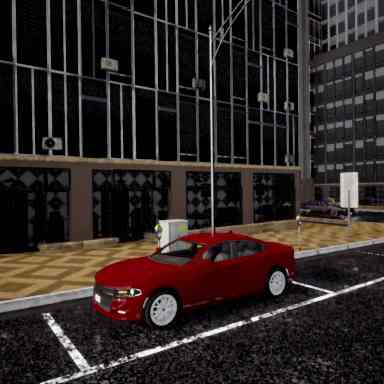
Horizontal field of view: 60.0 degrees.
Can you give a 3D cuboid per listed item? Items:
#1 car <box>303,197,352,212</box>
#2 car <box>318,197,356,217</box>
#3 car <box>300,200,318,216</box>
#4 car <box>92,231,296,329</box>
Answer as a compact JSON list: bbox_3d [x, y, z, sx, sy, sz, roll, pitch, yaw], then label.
[{"bbox_3d":[14.898,1.276,36.726,1.752,1.417,4.829,-1,1,-35],"label":"car"},{"bbox_3d":[12.094,1.423,30.646,2.033,1.411,5.357,-1,1,-35],"label":"car"},{"bbox_3d":[8.904,1.452,30.775,2.008,1.369,4.403,-1,1,-35],"label":"car"},{"bbox_3d":[0.246,1.544,6.900,4.507,1.381,1.887,0,-1,-35],"label":"car"}]
